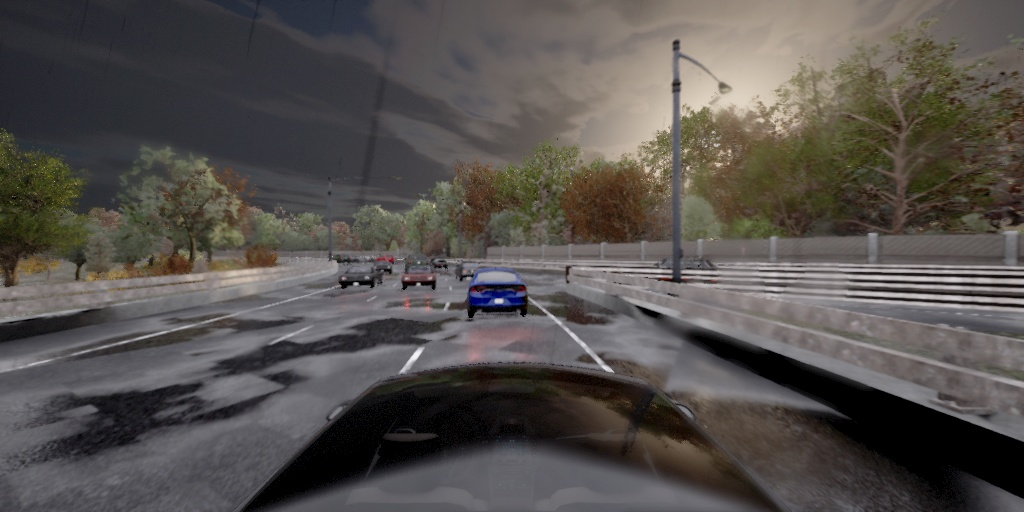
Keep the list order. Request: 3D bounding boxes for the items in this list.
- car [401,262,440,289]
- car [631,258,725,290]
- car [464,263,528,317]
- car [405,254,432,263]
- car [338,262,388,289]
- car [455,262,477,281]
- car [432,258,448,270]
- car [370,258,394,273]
[{"bbox_3d":[-5.550,1.253,21.833,1.895,1.301,4.718,0,0,-11],"label":"car"},{"bbox_3d":[8.659,0.903,19.190,4.553,1.767,2.097,0,0,43],"label":"car"},{"bbox_3d":[-0.617,1.162,12.852,1.882,1.535,5.008,0,0,-6],"label":"car"},{"bbox_3d":[-10.317,0.791,38.857,2.150,2.045,5.566,0,0,-19],"label":"car"},{"bbox_3d":[-9.206,1.267,22.326,1.895,1.301,4.718,0,0,-11],"label":"car"},{"bbox_3d":[-3.384,1.150,28.188,2.033,1.411,5.357,0,0,-14],"label":"car"},{"bbox_3d":[-9.824,1.000,47.034,1.837,1.490,4.892,-1,0,-26],"label":"car"},{"bbox_3d":[-13.799,1.191,38.183,1.895,1.301,4.718,0,0,-20],"label":"car"}]
